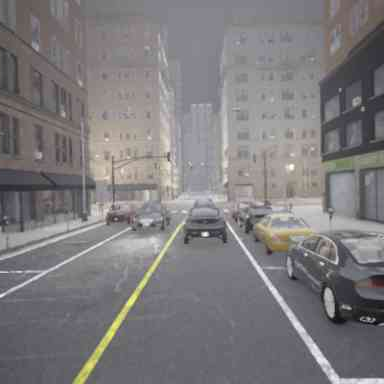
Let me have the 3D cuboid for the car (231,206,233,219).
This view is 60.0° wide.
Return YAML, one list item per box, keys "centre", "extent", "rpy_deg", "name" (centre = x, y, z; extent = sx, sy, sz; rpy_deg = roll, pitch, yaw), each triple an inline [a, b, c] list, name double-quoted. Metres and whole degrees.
- centre: [3.710, 1.323, 23.471]
  extent: [1.802, 1.307, 4.206]
  rpy_deg: [-2, 0, 2]
  name: "car"

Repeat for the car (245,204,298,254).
- centre: [3.316, 1.355, 12.476]
  extent: [1.752, 1.417, 4.829]
  rpy_deg: [-2, 0, 2]
  name: "car"

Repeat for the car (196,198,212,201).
- centre: [1.044, 1.250, 28.168]
  extent: [1.882, 1.535, 5.008]
  rpy_deg: [-1, 0, 3]
  name: "car"

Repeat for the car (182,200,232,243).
- centre: [0.608, 1.381, 15.418]
  extent: [1.837, 1.490, 4.892]
  rpy_deg: [-1, 1, 2]
  name: "car"

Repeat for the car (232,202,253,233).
- centre: [3.510, 1.352, 17.889]
  extent: [1.947, 1.339, 4.313]
  rpy_deg: [-2, 0, 2]
  name: "car"

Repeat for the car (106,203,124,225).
- centre: [-4.829, 1.492, 23.774]
  extent: [1.887, 1.381, 4.507]
  rpy_deg: [-2, 0, 2]
  name: "car"

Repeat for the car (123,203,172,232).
- centre: [-2.296, 1.407, 19.748]
  extent: [2.128, 1.511, 4.902]
  rpy_deg: [-1, 0, 2]
  name: "car"

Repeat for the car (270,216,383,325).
- centre: [3.112, 1.426, 6.724]
  extent: [2.008, 1.369, 4.403]
  rpy_deg: [-2, 0, 2]
  name: "car"
